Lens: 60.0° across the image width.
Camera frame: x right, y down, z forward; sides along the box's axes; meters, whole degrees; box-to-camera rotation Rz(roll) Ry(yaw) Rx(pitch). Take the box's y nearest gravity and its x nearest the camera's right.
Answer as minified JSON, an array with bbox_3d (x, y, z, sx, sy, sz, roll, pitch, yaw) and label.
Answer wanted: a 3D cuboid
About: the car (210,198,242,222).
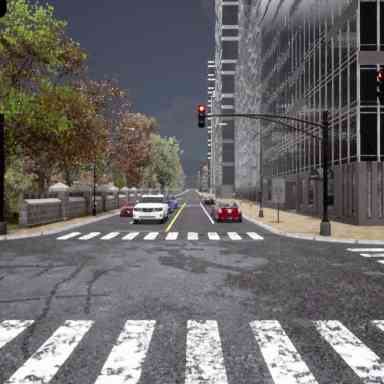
[{"bbox_3d":[2.746,1.442,26.042,1.967,1.590,4.097,0,0,0],"label":"car"}]

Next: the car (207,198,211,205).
[{"bbox_3d":[2.757,1.568,31.722,1.947,1.339,4.313,0,0,0],"label":"car"}]

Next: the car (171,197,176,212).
[{"bbox_3d":[-3.024,1.528,35.675,1.812,1.442,4.674,0,0,0],"label":"car"}]

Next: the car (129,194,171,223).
[{"bbox_3d":[-3.050,1.223,25.521,2.150,2.045,5.566,0,0,0],"label":"car"}]

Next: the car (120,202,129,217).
[{"bbox_3d":[-5.624,1.547,31.737,1.887,1.381,4.507,0,0,0],"label":"car"}]

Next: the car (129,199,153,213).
[{"bbox_3d":[-5.612,1.553,37.420,2.008,1.369,4.403,0,0,0],"label":"car"}]

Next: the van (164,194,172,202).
[{"bbox_3d":[-5.527,1.313,77.202,1.690,1.788,3.998,0,0,0],"label":"van"}]

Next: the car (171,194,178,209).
[{"bbox_3d":[-2.994,1.354,45.885,2.097,1.767,4.553,0,0,0],"label":"car"}]

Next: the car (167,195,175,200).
[{"bbox_3d":[-5.504,1.531,88.569,1.802,1.307,4.206,0,0,0],"label":"car"}]

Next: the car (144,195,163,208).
[{"bbox_3d":[-5.587,1.316,48.786,2.192,1.841,5.009,0,0,0],"label":"car"}]

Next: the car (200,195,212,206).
[{"bbox_3d":[2.805,1.564,54.447,1.947,1.339,4.313,0,0,0],"label":"car"}]

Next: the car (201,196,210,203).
[{"bbox_3d":[2.841,1.506,71.664,1.752,1.417,4.829,0,0,0],"label":"car"}]

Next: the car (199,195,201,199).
[{"bbox_3d":[2.817,1.434,60.128,1.967,1.590,4.097,0,0,0],"label":"car"}]
